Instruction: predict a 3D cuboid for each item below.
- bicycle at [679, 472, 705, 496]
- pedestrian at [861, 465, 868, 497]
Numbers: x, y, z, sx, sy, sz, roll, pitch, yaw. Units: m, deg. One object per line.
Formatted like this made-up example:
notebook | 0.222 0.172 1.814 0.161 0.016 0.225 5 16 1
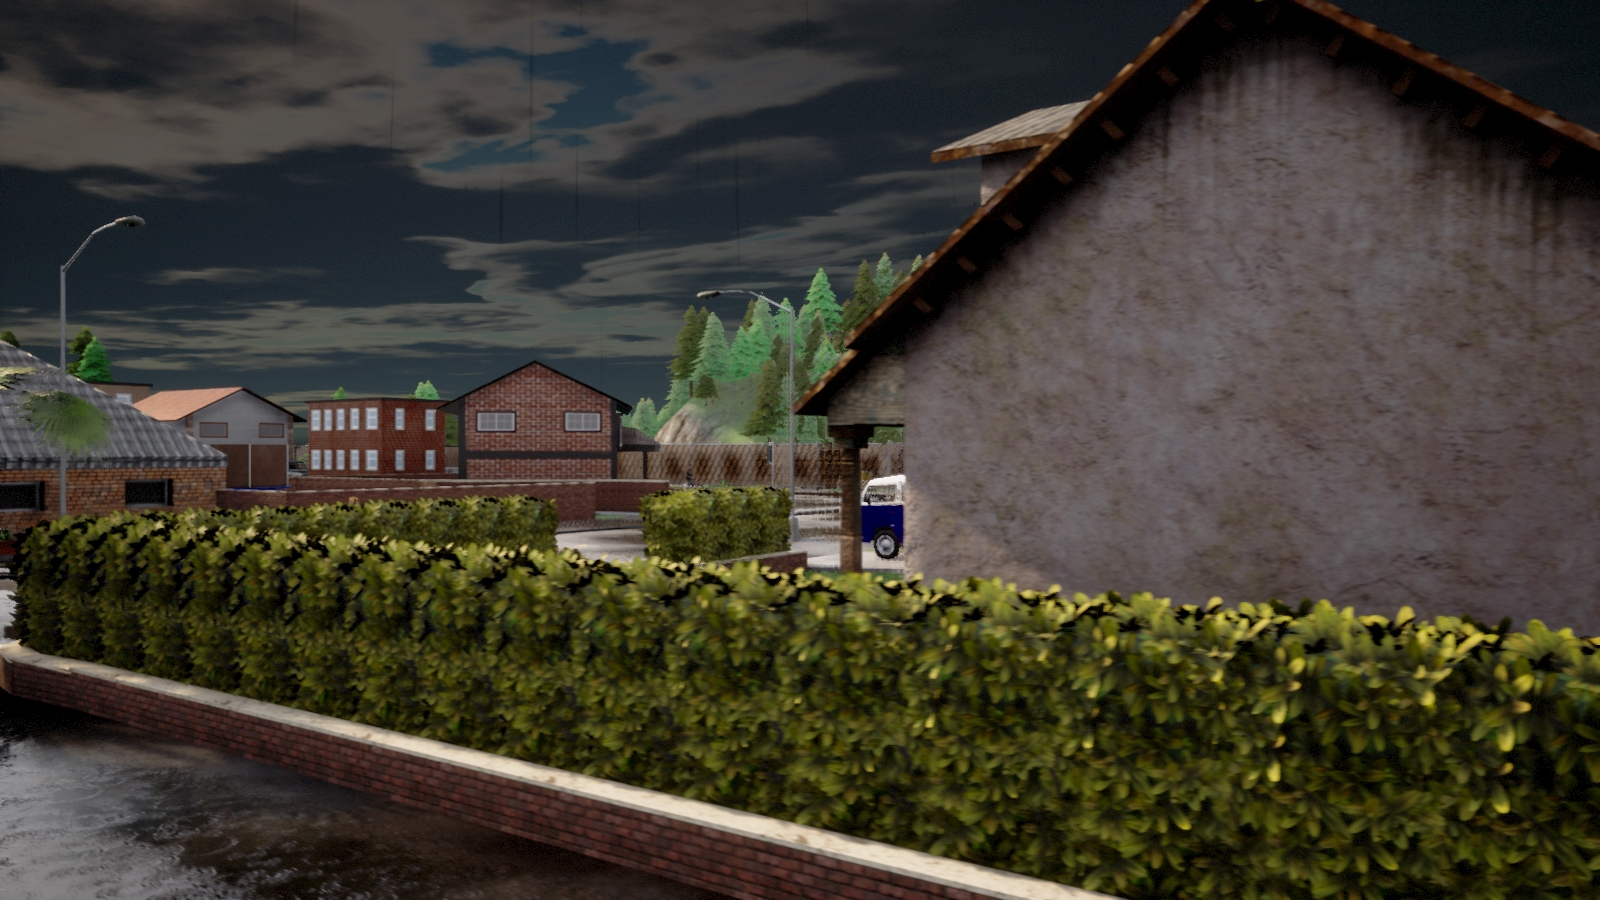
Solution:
bicycle | -6.581 2.061 69.488 1.835 1.471 0.329 0 0 35
pedestrian | 3.850 1.849 67.944 0.375 1.860 0.375 0 0 15
